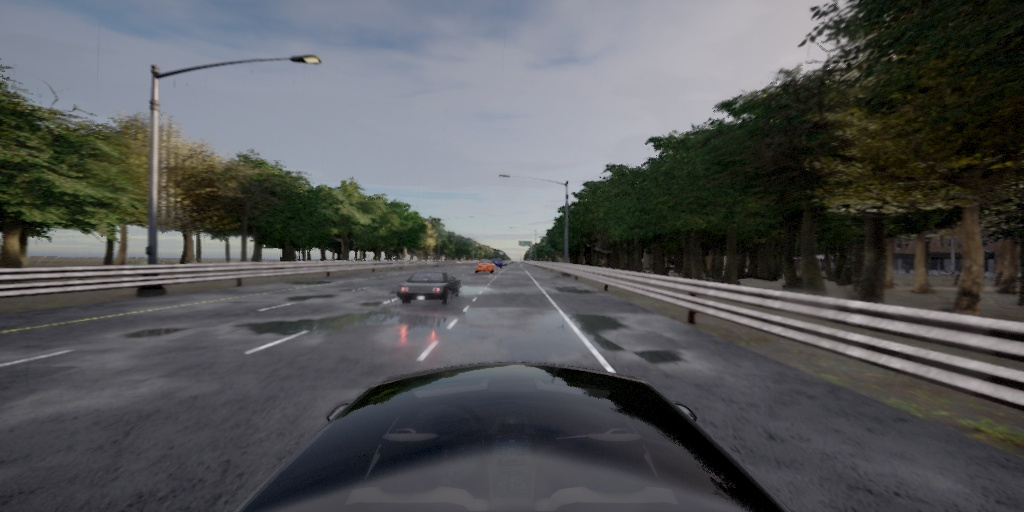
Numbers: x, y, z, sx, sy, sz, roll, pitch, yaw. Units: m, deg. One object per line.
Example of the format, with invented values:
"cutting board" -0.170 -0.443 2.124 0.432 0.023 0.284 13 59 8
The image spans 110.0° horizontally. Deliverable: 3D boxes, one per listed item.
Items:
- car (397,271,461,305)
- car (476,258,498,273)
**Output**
"car" -3.452 1.314 15.872 1.895 1.301 4.718 1 0 0
"car" -3.244 1.202 44.958 2.097 1.767 4.553 1 0 1
